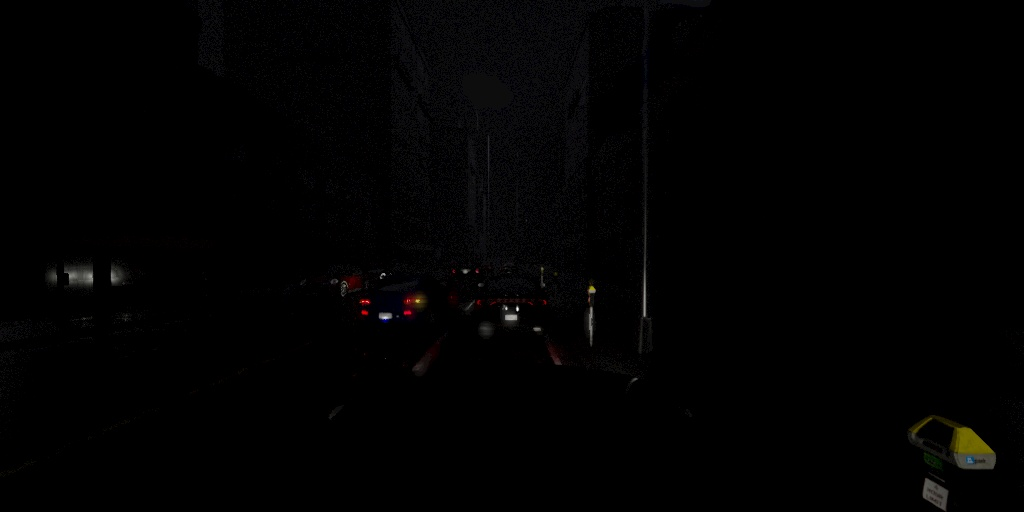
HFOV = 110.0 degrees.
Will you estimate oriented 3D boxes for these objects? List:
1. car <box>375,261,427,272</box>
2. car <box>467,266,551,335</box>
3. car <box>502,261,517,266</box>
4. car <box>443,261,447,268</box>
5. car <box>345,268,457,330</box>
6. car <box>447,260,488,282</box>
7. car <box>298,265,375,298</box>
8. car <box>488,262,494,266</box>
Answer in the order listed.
[{"bbox_3d":[-6.246,1.096,21.360,2.097,1.767,4.553,0,0,0],"label":"car"},{"bbox_3d":[-0.006,1.225,10.502,1.882,1.535,5.008,0,0,0],"label":"car"},{"bbox_3d":[-0.273,1.287,34.789,2.007,1.370,4.403,0,0,0],"label":"car"},{"bbox_3d":[-8.814,1.267,51.546,1.888,1.381,4.507,0,0,0],"label":"car"},{"bbox_3d":[-3.047,1.273,10.927,1.812,1.442,4.674,0,0,0],"label":"car"},{"bbox_3d":[-3.145,1.095,26.313,2.097,1.767,4.553,0,0,0],"label":"car"},{"bbox_3d":[-8.814,1.185,18.031,1.967,1.591,4.097,0,0,0],"label":"car"},{"bbox_3d":[-3.045,1.332,41.533,1.895,1.301,4.718,0,0,0],"label":"car"}]
